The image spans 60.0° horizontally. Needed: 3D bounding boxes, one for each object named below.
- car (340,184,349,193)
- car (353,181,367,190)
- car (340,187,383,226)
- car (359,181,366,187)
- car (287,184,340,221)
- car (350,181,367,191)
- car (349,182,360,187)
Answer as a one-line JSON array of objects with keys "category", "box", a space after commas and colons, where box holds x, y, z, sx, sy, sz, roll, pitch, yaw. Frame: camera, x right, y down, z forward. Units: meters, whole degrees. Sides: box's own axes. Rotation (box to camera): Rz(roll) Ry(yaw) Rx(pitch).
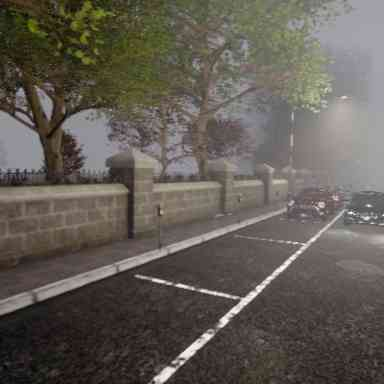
[{"category": "car", "box": [9.168, 0.297, 22.505, 1.967, 1.590, 4.097, 3, 4, 30]}, {"category": "car", "box": [28.643, -1.173, 56.543, 1.752, 1.417, 4.829, 3, 4, 30]}, {"category": "car", "box": [8.337, 0.745, 15.645, 1.837, 1.490, 4.892, 3, 4, 30]}, {"category": "car", "box": [23.054, -0.731, 46.777, 1.752, 1.417, 4.829, 3, 4, 30]}, {"category": "car", "box": [6.375, 0.522, 17.624, 1.967, 1.590, 4.097, 3, 4, 30]}, {"category": "car", "box": [25.933, -0.934, 51.809, 2.008, 1.369, 4.403, 3, 4, 30]}, {"category": "car", "box": [14.756, -0.042, 32.277, 2.008, 1.369, 4.403, 3, 4, 30]}]
